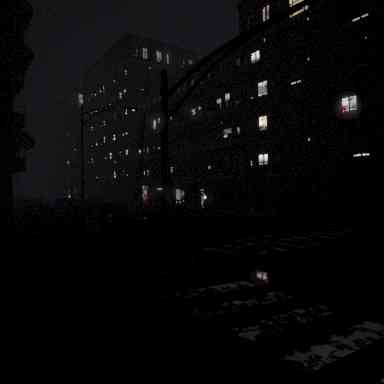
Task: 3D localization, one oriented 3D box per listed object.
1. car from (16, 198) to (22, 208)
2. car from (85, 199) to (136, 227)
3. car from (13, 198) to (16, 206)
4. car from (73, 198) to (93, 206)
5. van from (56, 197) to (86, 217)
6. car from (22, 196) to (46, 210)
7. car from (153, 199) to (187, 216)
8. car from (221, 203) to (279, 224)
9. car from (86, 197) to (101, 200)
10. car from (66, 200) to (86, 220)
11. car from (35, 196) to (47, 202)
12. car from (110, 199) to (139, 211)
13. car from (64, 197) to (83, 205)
[{"bbox_3d":[-25.153,1.769,50.954,1.947,1.339,4.313,-1,1,-36],"label":"car"},{"bbox_3d":[-5.836,1.553,23.947,1.967,1.590,4.097,-1,1,-36],"label":"car"},{"bbox_3d":[-31.593,1.782,59.956,1.887,1.381,4.507,-1,1,-36],"label":"car"},{"bbox_3d":[-18.338,1.643,55.828,1.947,1.339,4.313,-1,1,-36],"label":"car"},{"bbox_3d":[-12.277,1.483,32.947,1.690,1.788,3.998,-1,1,-36],"label":"van"},{"bbox_3d":[-21.935,1.628,46.452,1.967,1.590,4.097,-1,1,-36],"label":"car"},{"bbox_3d":[-2.240,1.441,33.322,1.967,1.590,4.097,-1,1,-36],"label":"car"},{"bbox_3d":[4.102,1.498,24.459,1.752,1.417,4.829,-1,1,-36],"label":"car"},{"bbox_3d":[-15.120,1.502,51.326,1.967,1.590,4.097,-1,1,-36],"label":"car"},{"bbox_3d":[-8.955,1.652,28.310,1.752,1.417,4.829,-1,1,-36],"label":"car"},{"bbox_3d":[-37.658,1.728,82.836,1.887,1.381,4.507,-1,1,-36],"label":"car"},{"bbox_3d":[-8.678,1.581,42.325,2.008,1.369,4.403,-1,1,-36],"label":"car"},{"bbox_3d":[-21.558,1.645,60.330,2.008,1.369,4.403,-1,1,-36],"label":"car"}]
